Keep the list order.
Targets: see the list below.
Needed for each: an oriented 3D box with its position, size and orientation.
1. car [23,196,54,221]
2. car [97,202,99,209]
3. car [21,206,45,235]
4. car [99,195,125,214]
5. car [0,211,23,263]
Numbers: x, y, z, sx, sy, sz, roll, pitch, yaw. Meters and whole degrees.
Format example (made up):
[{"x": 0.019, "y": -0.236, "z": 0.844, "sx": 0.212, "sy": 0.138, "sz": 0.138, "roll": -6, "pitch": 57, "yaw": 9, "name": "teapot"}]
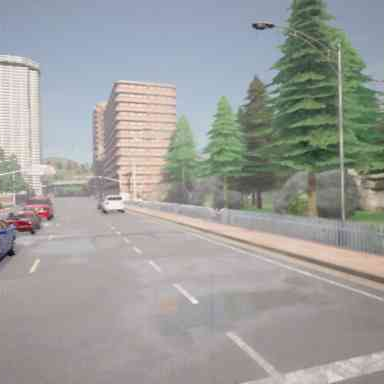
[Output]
[{"x": -13.777, "y": 1.492, "z": 30.082, "sx": 2.150, "sy": 2.045, "sz": 5.566, "roll": -1, "pitch": 0, "yaw": -19, "name": "car"}, {"x": -12.687, "y": 1.768, "z": 48.409, "sx": 2.033, "sy": 1.411, "sz": 5.357, "roll": -1, "pitch": 0, "yaw": -19, "name": "car"}, {"x": -10.305, "y": 1.807, "z": 20.157, "sx": 1.895, "sy": 1.301, "sz": 4.718, "roll": -1, "pitch": 0, "yaw": -19, "name": "car"}, {"x": -9.062, "y": 1.373, "z": 38.176, "sx": 2.150, "sy": 2.045, "sz": 5.566, "roll": -1, "pitch": 0, "yaw": -19, "name": "car"}, {"x": -7.033, "y": 1.622, "z": 10.805, "sx": 1.882, "sy": 1.535, "sz": 5.008, "roll": -1, "pitch": 0, "yaw": -19, "name": "car"}]
